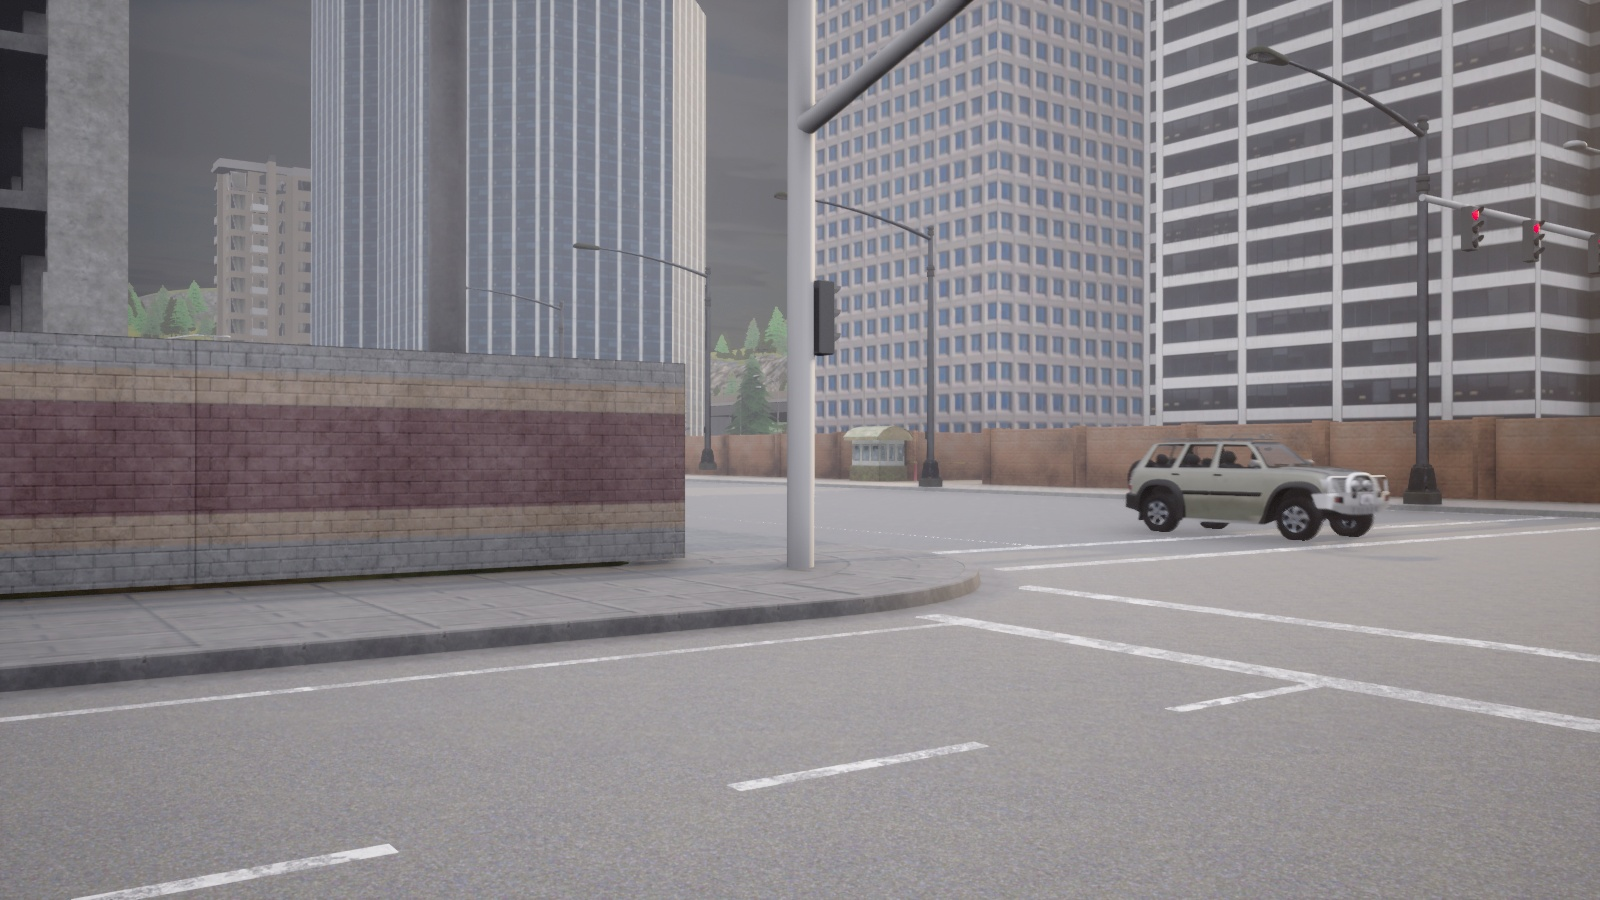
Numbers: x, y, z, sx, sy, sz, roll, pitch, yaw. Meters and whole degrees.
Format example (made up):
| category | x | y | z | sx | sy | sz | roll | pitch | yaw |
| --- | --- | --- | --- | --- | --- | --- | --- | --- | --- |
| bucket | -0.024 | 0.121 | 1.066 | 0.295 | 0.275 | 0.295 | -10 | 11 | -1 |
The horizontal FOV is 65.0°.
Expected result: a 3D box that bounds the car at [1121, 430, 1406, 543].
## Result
| category | x | y | z | sx | sy | sz | roll | pitch | yaw |
| --- | --- | --- | --- | --- | --- | --- | --- | --- | --- |
| car | 8.361 | 0.600 | 23.048 | 1.932 | 1.855 | 4.605 | 0 | 0 | -36 |
